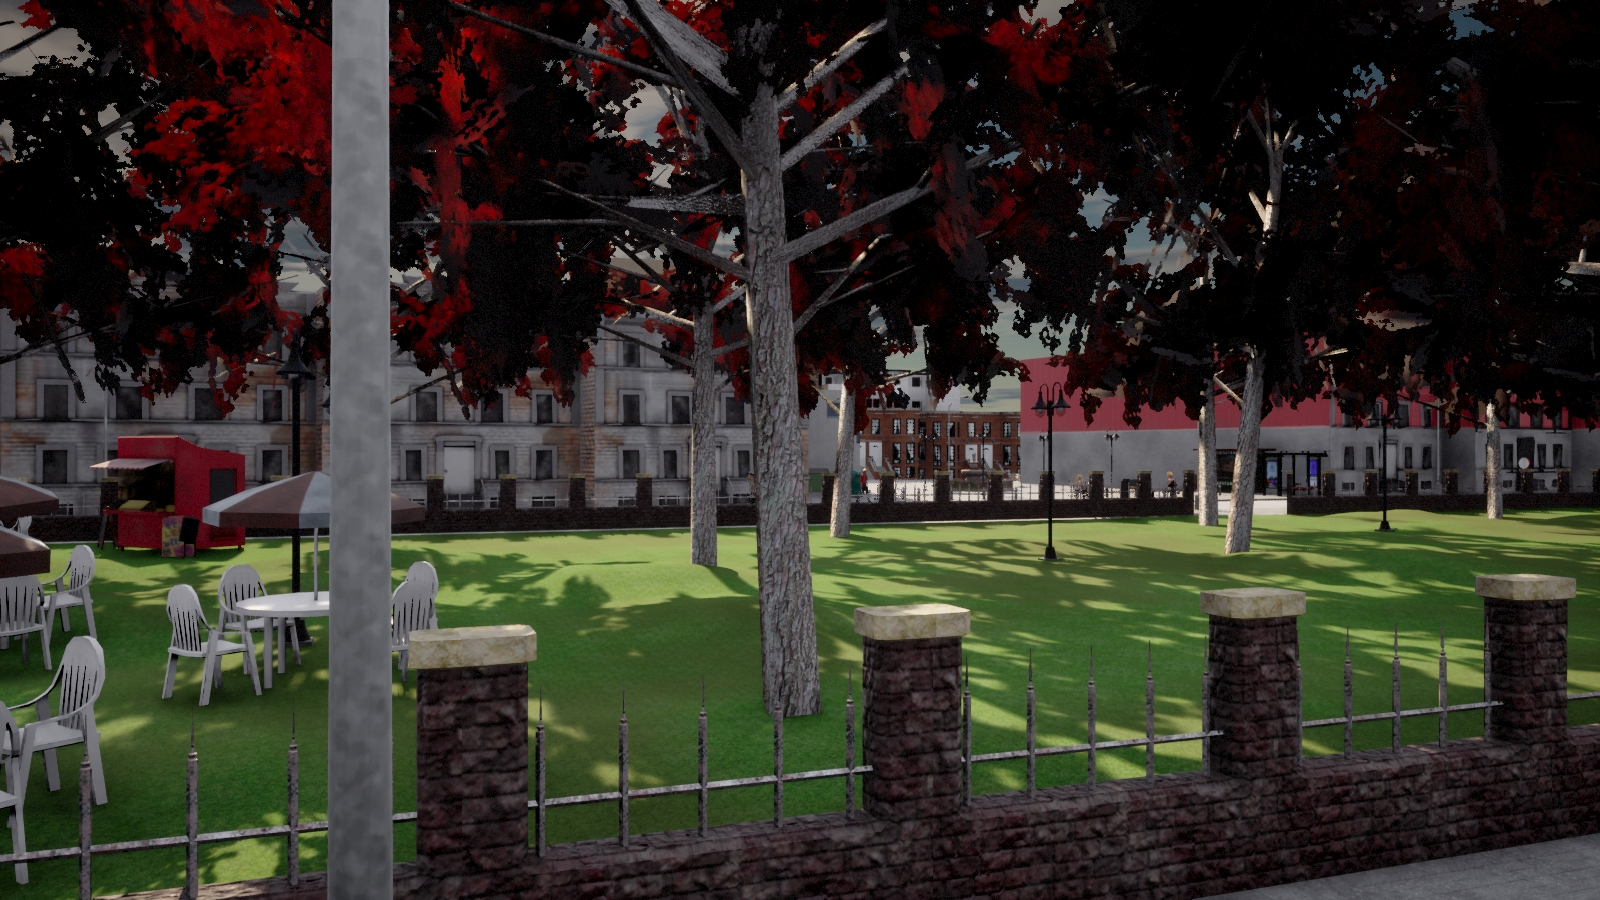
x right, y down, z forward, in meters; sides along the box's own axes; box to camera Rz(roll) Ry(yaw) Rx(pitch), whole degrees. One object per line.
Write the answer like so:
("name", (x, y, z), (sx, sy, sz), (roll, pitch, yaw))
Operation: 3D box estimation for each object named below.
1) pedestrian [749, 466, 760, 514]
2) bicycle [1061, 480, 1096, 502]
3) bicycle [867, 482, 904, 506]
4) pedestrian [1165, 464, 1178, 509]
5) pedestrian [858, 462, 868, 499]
("pedestrian", (-1.750, 1.528, 43.787), (0.375, 1.860, 0.375), (0, 0, 5))
("bicycle", (13.926, 2.049, 57.112), (1.487, 1.080, 0.859), (0, 0, -20))
("bicycle", (4.000, 2.045, 53.469), (1.487, 1.080, 0.859), (0, 0, -20))
("pedestrian", (15.735, 1.538, 48.382), (0.375, 1.860, 0.375), (0, 0, -17))
("pedestrian", (3.180, 1.534, 57.393), (0.375, 1.860, 0.375), (0, 0, -21))
